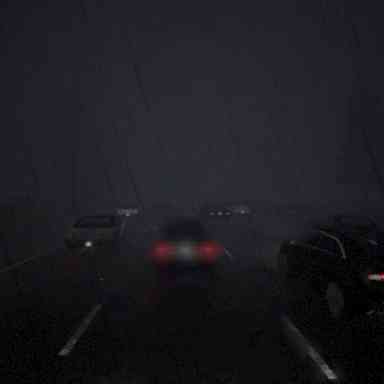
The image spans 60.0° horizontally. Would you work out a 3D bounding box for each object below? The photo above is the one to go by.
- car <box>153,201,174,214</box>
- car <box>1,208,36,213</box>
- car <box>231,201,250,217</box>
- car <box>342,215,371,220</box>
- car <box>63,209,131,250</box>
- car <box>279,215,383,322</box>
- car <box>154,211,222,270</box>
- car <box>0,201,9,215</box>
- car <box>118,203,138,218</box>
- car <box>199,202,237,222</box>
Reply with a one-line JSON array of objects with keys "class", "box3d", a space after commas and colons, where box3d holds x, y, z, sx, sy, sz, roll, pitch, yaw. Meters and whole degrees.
[{"class": "car", "box3d": [-2.968, 1.614, 34.346, 1.882, 1.535, 5.008, 0, 0, -9]}, {"class": "car", "box3d": [-17.037, 1.387, 32.737, 2.150, 2.045, 5.566, 0, -1, -10]}, {"class": "car", "box3d": [4.336, 1.640, 33.071, 1.812, 1.442, 4.674, 0, 0, -9]}, {"class": "car", "box3d": [6.499, 1.641, 14.466, 1.895, 1.301, 4.718, 0, 0, -4]}, {"class": "car", "box3d": [-4.037, 1.666, 14.691, 1.895, 1.301, 4.718, 0, 0, -4]}, {"class": "car", "box3d": [3.364, 1.512, 7.290, 2.128, 1.511, 4.902, 0, 0, -2]}, {"class": "car", "box3d": [-0.298, 1.590, 11.163, 2.033, 1.411, 5.357, 0, 0, -3]}, {"class": "car", "box3d": [-20.935, 1.705, 34.739, 1.812, 1.442, 4.674, 0, 0, -10]}, {"class": "car", "box3d": [-6.052, 1.734, 31.696, 1.895, 1.301, 4.718, 0, 0, -9]}, {"class": "car", "box3d": [1.728, 1.645, 26.966, 2.033, 1.411, 5.357, 0, 0, -8]}]
